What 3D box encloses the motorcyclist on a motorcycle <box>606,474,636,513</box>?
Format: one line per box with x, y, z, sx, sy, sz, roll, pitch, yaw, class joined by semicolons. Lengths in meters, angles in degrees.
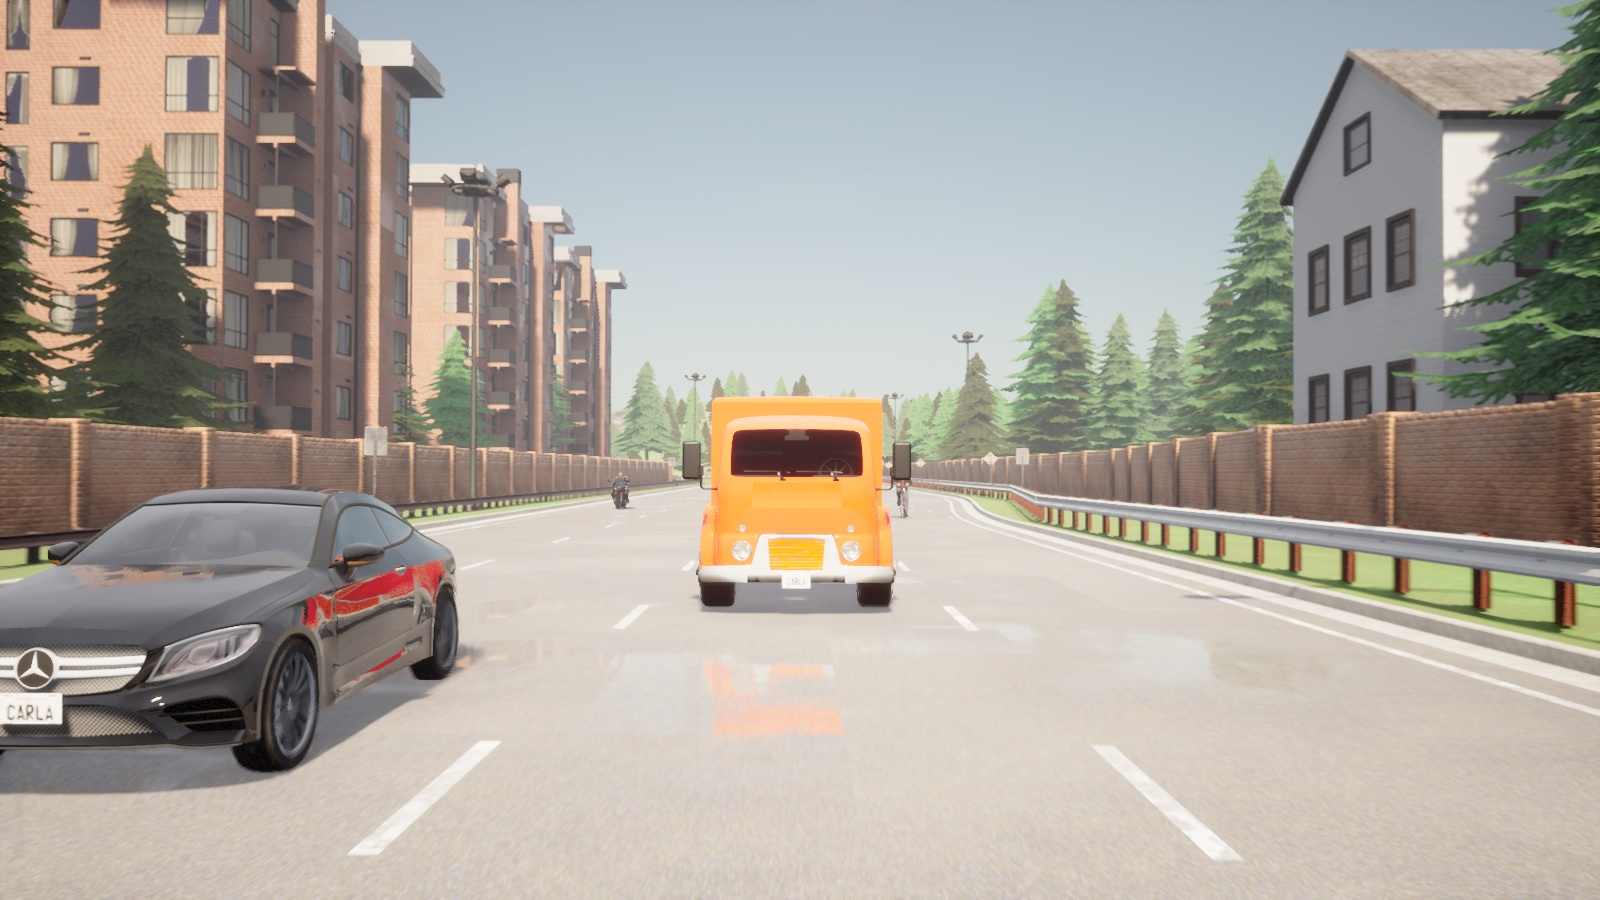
-7.121;1.714;50.027;0.866;1.530;2.191;0;-1;0;motorcyclist on a motorcycle

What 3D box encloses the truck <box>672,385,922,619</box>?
-0.041;0.594;15.881;2.627;2.467;5.204;0;-1;0;truck

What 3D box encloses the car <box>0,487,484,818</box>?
-3.514;0.989;8.054;1.812;1.442;4.674;0;-1;0;car
